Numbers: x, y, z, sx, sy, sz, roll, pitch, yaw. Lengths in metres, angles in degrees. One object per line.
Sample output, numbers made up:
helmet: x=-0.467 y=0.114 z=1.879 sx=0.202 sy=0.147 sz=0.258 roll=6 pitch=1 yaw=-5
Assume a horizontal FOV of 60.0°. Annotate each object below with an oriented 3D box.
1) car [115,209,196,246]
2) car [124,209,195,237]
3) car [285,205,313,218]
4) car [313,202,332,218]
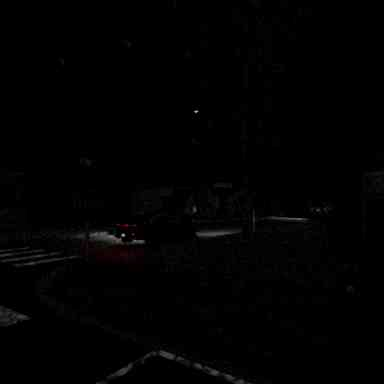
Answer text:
car: x=-1.705 y=1.804 z=17.097 sx=2.128 sy=1.511 sz=4.902 roll=-1 pitch=-2 yaw=36
car: x=-1.972 y=1.928 z=21.776 sx=1.837 sy=1.490 sz=4.892 roll=-1 pitch=-2 yaw=36
car: x=13.876 y=2.617 z=43.718 sx=1.837 sy=1.490 sz=4.892 roll=-1 pitch=-2 yaw=36
car: x=17.198 y=2.349 z=43.379 sx=2.150 sy=2.045 sz=5.566 roll=-1 pitch=-1 yaw=36
